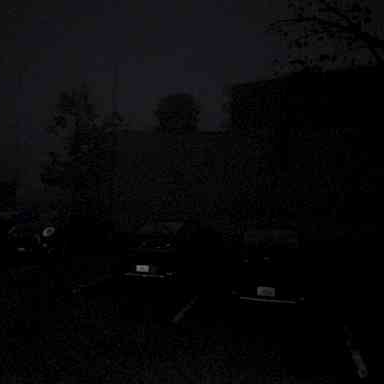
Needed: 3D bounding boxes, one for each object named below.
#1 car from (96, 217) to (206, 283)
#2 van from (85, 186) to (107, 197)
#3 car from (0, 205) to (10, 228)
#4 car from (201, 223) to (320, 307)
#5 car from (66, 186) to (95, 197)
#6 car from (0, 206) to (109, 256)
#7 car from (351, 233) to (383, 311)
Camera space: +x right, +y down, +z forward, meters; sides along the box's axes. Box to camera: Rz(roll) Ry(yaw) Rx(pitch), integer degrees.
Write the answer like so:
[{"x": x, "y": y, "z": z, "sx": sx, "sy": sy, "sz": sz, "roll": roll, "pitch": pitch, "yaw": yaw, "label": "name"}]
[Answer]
[{"x": -0.404, "y": 1.499, "z": 9.824, "sx": 2.231, "sy": 1.521, "sz": 4.892, "roll": 0, "pitch": -1, "yaw": 17, "label": "car"}, {"x": -19.181, "y": -0.157, "z": 66.425, "sx": 4.442, "sy": 1.987, "sz": 1.878, "roll": 4, "pitch": 7, "yaw": 40, "label": "van"}, {"x": -14.292, "y": 1.608, "z": 20.844, "sx": 2.163, "sy": 1.488, "sz": 4.792, "roll": 0, "pitch": -1, "yaw": 20, "label": "car"}, {"x": 1.974, "y": 1.491, "z": 8.068, "sx": 2.231, "sy": 1.521, "sz": 4.892, "roll": 0, "pitch": -1, "yaw": 17, "label": "car"}, {"x": -21.860, "y": 0.227, "z": 65.015, "sx": 5.008, "sy": 1.535, "sz": 2.097, "roll": 4, "pitch": 7, "yaw": 40, "label": "car"}, {"x": -5.087, "y": 1.394, "z": 13.434, "sx": 2.185, "sy": 1.767, "sz": 4.553, "roll": 0, "pitch": -1, "yaw": 18, "label": "car"}, {"x": 4.370, "y": 1.484, "z": 6.332, "sx": 2.231, "sy": 1.521, "sz": 4.892, "roll": 0, "pitch": -1, "yaw": 16, "label": "car"}]
